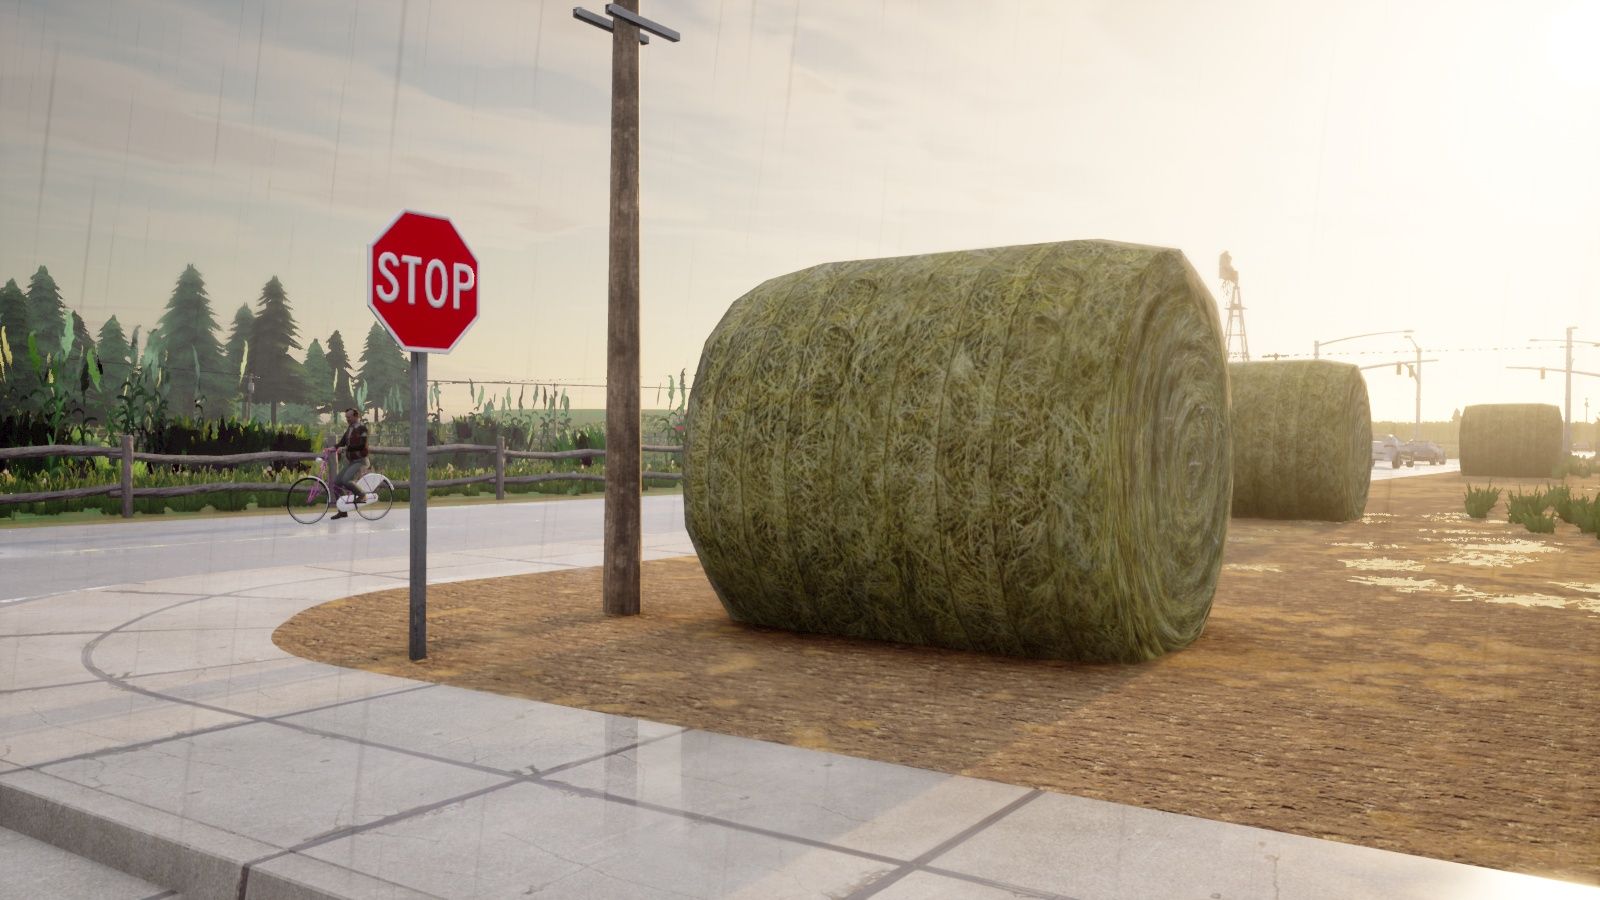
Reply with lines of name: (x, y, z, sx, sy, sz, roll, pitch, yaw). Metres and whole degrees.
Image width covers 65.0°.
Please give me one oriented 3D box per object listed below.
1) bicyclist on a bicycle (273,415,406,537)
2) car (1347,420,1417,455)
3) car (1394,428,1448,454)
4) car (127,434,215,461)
bicyclist on a bicycle: (-7.018, 0.368, 19.220, 0.659, 1.776, 1.843, 0, 1, 36)
car: (28.619, -0.626, 61.663, 2.152, 1.651, 5.027, 0, 1, 36)
car: (34.361, -0.499, 69.450, 1.994, 1.385, 4.181, 0, 1, 36)
car: (-41.095, -0.174, 82.161, 2.242, 1.667, 4.611, 0, 1, 35)
